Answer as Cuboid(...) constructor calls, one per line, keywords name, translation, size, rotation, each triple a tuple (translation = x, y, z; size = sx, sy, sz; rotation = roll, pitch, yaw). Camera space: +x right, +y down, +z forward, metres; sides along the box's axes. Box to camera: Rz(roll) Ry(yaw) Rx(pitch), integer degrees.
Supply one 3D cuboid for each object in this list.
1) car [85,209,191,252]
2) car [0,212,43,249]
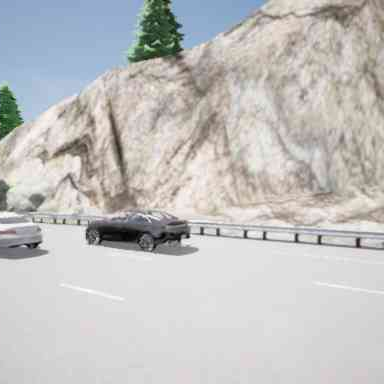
Cuboid(name="car", translation=(-2.359, 1.483, 13.796), size=(4.902, 1.511, 2.128), rotation=(0, 0, 33))
Cuboid(name="car", translation=(-7.788, 1.531, 13.049), size=(4.674, 1.442, 1.812), rotation=(0, 0, 32))
